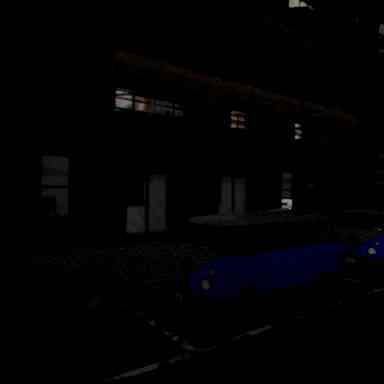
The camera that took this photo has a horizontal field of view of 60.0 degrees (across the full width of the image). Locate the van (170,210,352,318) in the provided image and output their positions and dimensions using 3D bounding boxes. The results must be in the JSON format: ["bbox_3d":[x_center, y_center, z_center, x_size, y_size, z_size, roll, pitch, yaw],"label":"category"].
[{"bbox_3d":[1.490,1.353,7.145,3.998,1.788,1.690,0,0,-35],"label":"van"}]

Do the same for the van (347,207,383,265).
[{"bbox_3d":[6.089,1.370,10.411,3.998,1.788,1.690,0,0,-35],"label":"van"}]

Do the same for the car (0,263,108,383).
[{"bbox_3d":[-3.110,1.577,3.880,4.206,1.307,1.802,0,0,-35],"label":"car"}]
